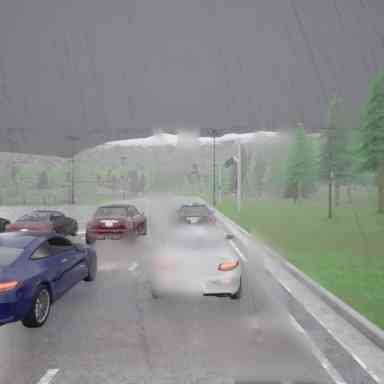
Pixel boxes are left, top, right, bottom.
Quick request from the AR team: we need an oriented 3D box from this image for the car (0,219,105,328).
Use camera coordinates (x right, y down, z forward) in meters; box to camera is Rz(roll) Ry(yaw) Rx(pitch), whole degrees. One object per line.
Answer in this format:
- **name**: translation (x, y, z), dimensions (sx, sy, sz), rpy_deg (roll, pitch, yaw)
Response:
- **car**: translation (-3.393, 1.526, 6.848), dimensions (1.812, 1.442, 4.674), rpy_deg (0, 0, 0)

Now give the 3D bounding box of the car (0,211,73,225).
- **car**: translation (-6.897, 1.564, 15.705), dimensions (1.994, 1.385, 4.181), rpy_deg (0, 0, 0)

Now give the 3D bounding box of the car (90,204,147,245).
- **car**: translation (-3.398, 1.352, 15.767), dimensions (2.097, 1.767, 4.553), rpy_deg (0, 0, 0)

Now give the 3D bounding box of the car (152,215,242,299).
- **car**: translation (0.102, 1.526, 8.301), dimensions (1.812, 1.442, 4.674), rpy_deg (0, 0, 0)

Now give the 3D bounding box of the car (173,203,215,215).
- **car**: translation (0.105, 1.352, 17.192), dimensions (2.097, 1.767, 4.553), rpy_deg (0, 0, 0)
